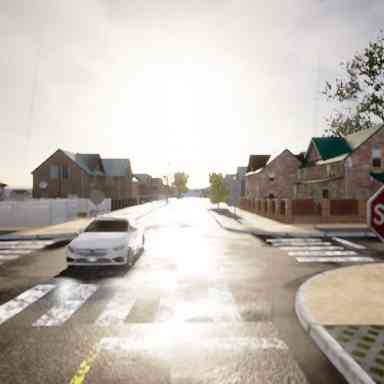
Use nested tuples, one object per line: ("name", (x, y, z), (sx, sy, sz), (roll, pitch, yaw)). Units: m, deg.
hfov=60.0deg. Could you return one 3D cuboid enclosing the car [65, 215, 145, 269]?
("car", (-2.742, 1.553, 11.459), (1.812, 1.442, 4.674), (0, 1, 0))
